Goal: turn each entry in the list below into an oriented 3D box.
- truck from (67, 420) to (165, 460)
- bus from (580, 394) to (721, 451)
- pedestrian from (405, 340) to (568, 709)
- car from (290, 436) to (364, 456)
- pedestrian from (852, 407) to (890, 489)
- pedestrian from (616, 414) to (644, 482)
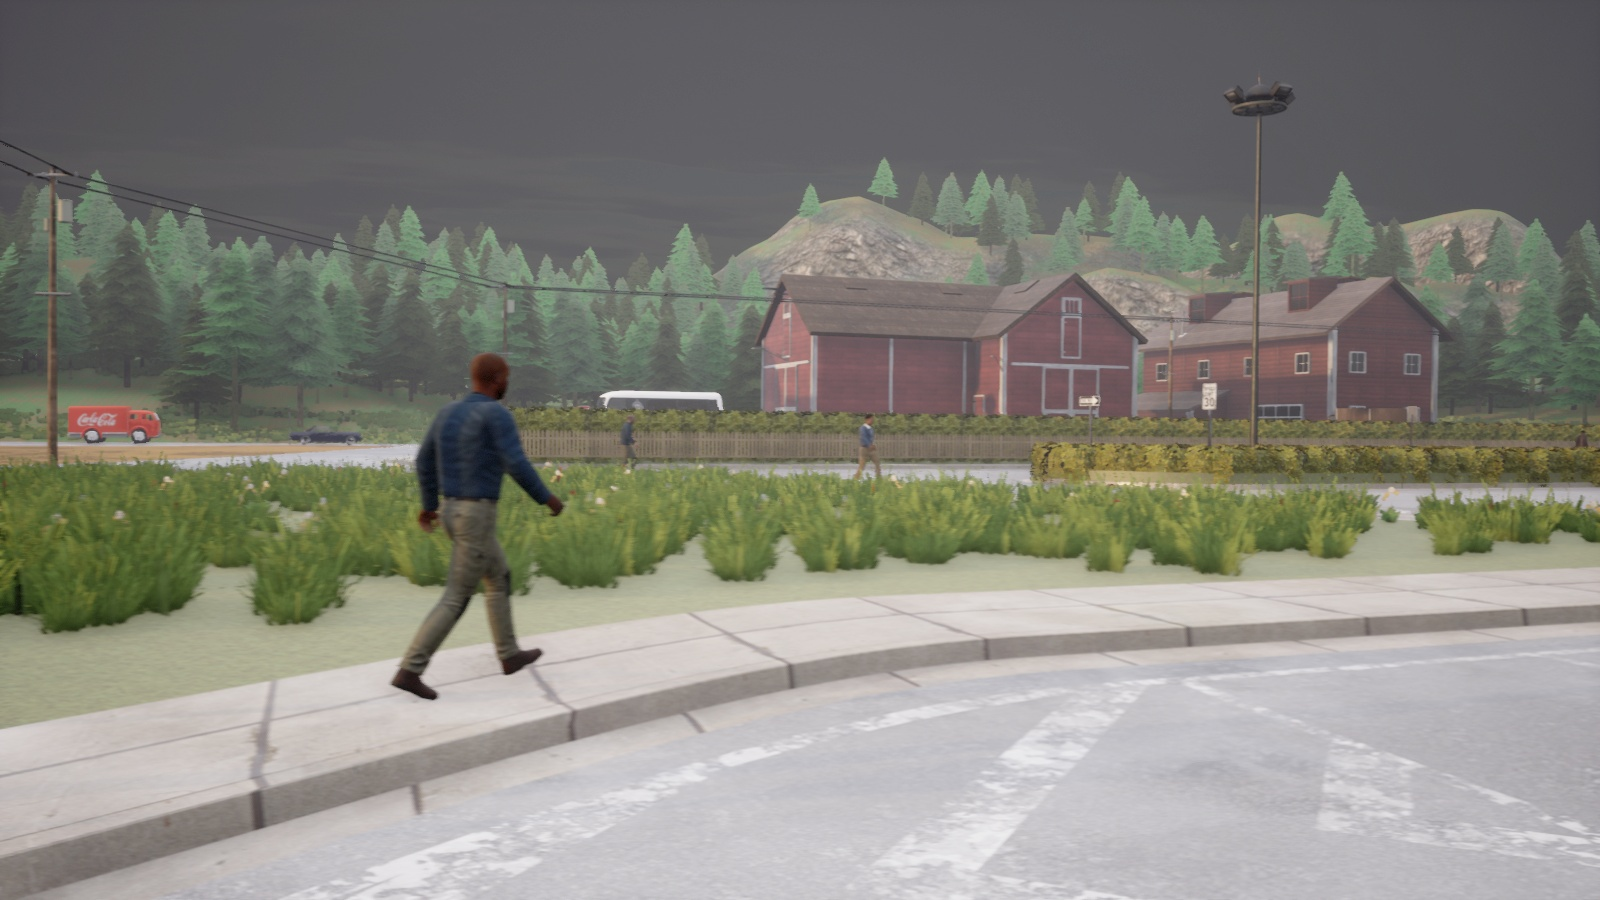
[{"bbox_3d":[-44.705,-0.674,82.215,5.204,2.467,2.627,-2,1,-20],"label":"truck"},{"bbox_3d":[-11.653,-2.175,97.756,10.273,4.253,3.944,-1,1,-20],"label":"bus"},{"bbox_3d":[-1.645,0.364,6.626,0.370,1.835,0.726,0,1,43],"label":"pedestrian"},{"bbox_3d":[-32.580,-0.297,86.565,4.718,1.301,1.895,-1,1,-20],"label":"car"},{"bbox_3d":[1.698,-0.051,30.140,0.788,1.949,0.423,0,1,40],"label":"pedestrian"},{"bbox_3d":[-4.671,-0.054,34.456,0.726,1.842,0.402,-1,1,-5],"label":"pedestrian"}]
